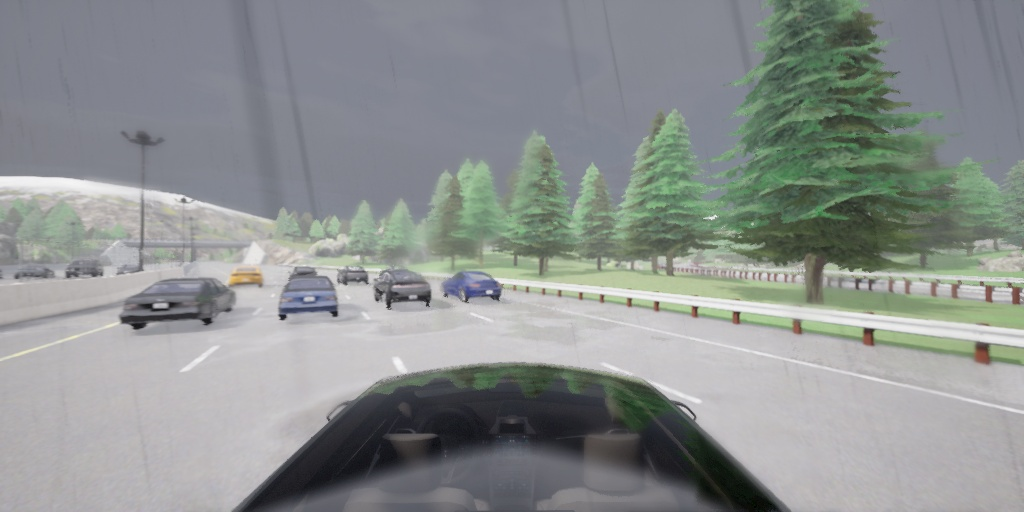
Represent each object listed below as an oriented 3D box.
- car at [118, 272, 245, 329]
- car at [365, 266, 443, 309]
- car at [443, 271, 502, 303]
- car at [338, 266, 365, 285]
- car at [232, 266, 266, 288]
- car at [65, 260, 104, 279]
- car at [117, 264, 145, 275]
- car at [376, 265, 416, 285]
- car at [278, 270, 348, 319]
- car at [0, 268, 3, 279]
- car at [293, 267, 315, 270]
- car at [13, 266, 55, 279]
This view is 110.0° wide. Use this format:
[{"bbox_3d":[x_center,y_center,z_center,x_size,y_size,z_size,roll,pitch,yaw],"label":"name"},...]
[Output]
[{"bbox_3d":[-10.699,1.415,11.903,2.033,1.411,5.357,0,-1,-29],"label":"car"},{"bbox_3d":[-5.010,1.410,16.073,2.128,1.511,4.902,0,-1,-29],"label":"car"},{"bbox_3d":[-2.118,1.466,18.073,1.812,1.442,4.674,0,-1,-29],"label":"car"},{"bbox_3d":[-13.213,1.568,29.719,2.128,1.511,4.902,0,-1,-33],"label":"car"},{"bbox_3d":[-19.510,1.514,26.554,1.882,1.535,5.008,0,-1,-33],"label":"car"},{"bbox_3d":[-47.277,1.407,39.790,2.150,2.045,5.566,1,-1,-40],"label":"car"},{"bbox_3d":[-44.710,1.705,42.157,2.128,1.511,4.902,1,-1,-40],"label":"car"},{"bbox_3d":[-10.265,1.590,31.604,2.128,1.511,4.902,0,-1,-33],"label":"car"},{"bbox_3d":[-7.616,1.435,13.561,2.033,1.411,5.357,0,-1,-29],"label":"car"},{"bbox_3d":[-52.624,1.484,35.274,2.097,1.767,4.553,1,-1,-40],"label":"car"},{"bbox_3d":[-16.158,1.559,27.827,1.837,1.490,4.892,0,0,-33],"label":"car"},{"bbox_3d":[-50.095,1.724,37.691,1.994,1.385,4.181,1,-1,-40],"label":"car"}]
